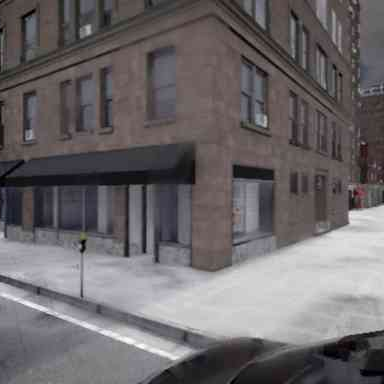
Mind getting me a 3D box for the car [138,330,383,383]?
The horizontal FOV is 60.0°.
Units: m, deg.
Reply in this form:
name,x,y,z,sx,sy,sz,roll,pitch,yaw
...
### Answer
name,x,y,z,sx,sy,sz,roll,pitch,yaw
car,1.403,1.566,1.809,4.313,1.339,1.947,0,0,35
